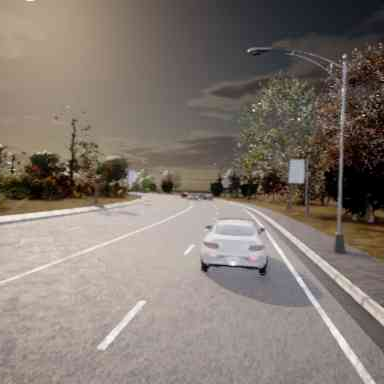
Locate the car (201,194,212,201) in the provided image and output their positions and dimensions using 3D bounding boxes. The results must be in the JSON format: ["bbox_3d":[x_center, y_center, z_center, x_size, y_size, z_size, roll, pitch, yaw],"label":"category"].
[{"bbox_3d":[3.500,1.180,77.268,1.812,1.442,4.674,2,0,-10],"label":"car"}]

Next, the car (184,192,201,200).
[{"bbox_3d":[0.145,1.144,76.100,1.895,1.301,4.718,2,0,-10],"label":"car"}]

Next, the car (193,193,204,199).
[{"bbox_3d":[1.680,0.944,87.019,1.812,1.442,4.674,2,0,-14],"label":"car"}]

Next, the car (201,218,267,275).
[{"bbox_3d":[1.373,1.558,10.697,1.812,1.442,4.674,2,0,8],"label":"car"}]

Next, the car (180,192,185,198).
[{"bbox_3d":[-1.711,0.788,86.158,1.882,1.535,5.008,2,0,-14],"label":"car"}]
